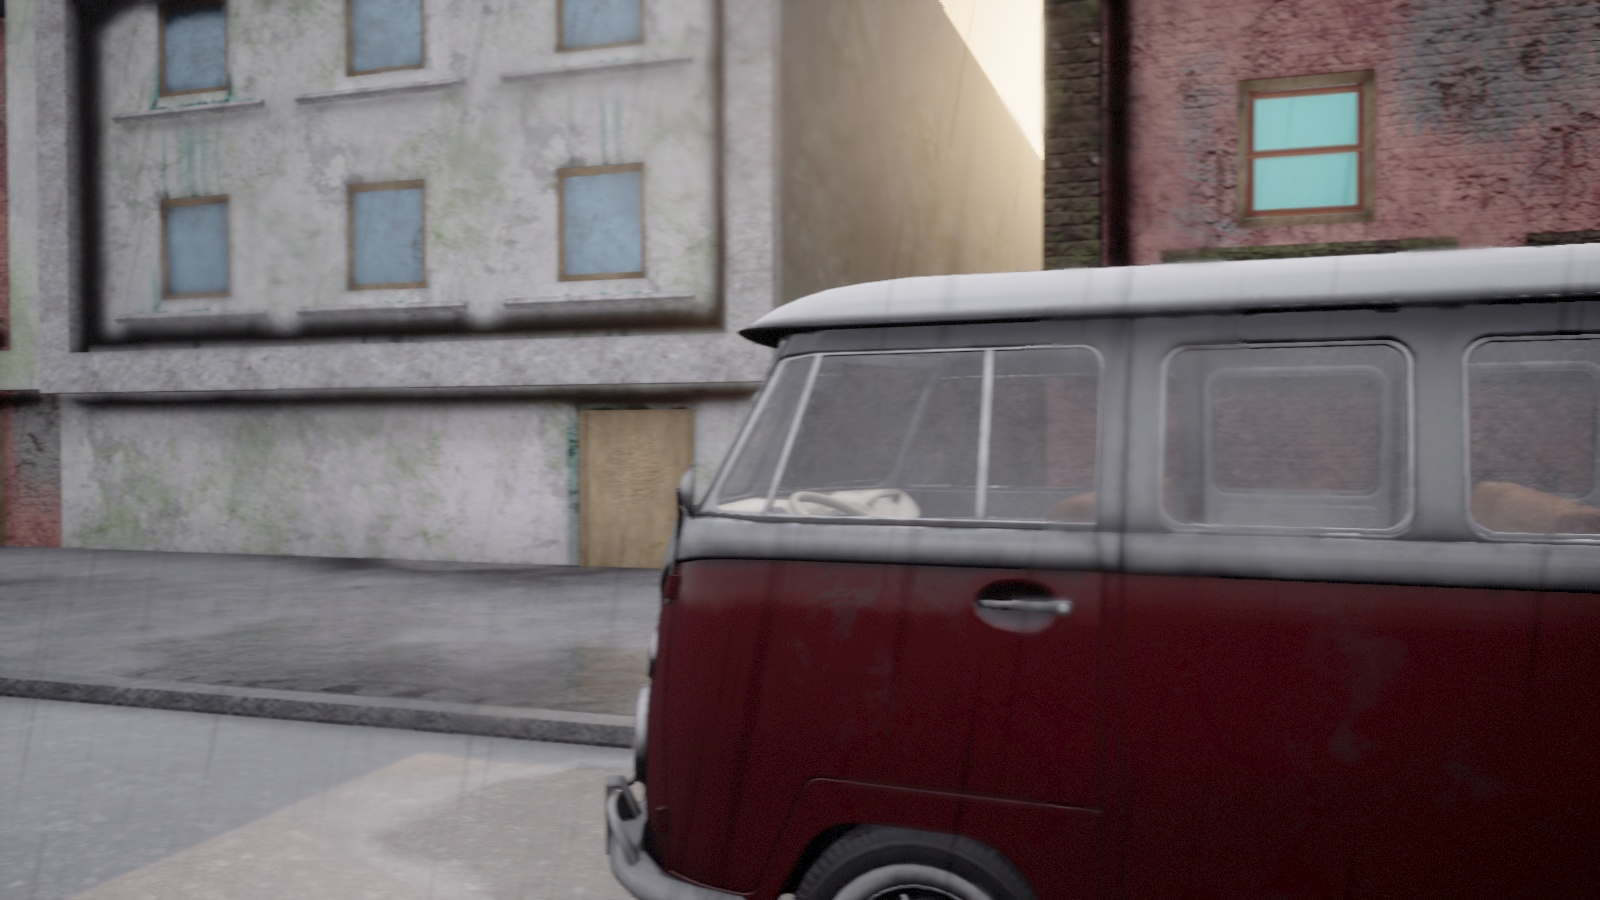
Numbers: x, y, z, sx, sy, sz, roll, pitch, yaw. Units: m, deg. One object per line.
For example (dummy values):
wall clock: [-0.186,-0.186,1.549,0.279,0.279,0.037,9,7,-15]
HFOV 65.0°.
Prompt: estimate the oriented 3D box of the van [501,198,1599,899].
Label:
van: [1.640,0.534,3.112,4.442,1.987,1.775,1,1,23]
